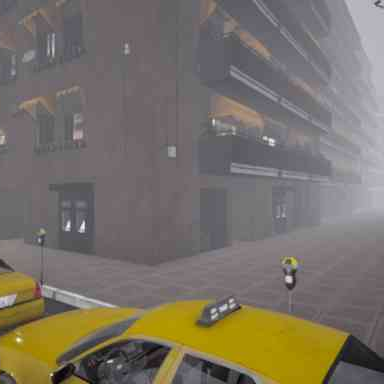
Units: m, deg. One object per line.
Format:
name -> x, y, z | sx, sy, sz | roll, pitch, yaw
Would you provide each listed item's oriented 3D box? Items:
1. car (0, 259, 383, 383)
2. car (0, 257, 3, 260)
car -> -0.003, 1.525, 2.728 | 4.829, 1.417, 1.752 | 0, 0, 36
car -> -4.591, 1.524, 6.009 | 4.829, 1.417, 1.752 | 0, 0, 36
